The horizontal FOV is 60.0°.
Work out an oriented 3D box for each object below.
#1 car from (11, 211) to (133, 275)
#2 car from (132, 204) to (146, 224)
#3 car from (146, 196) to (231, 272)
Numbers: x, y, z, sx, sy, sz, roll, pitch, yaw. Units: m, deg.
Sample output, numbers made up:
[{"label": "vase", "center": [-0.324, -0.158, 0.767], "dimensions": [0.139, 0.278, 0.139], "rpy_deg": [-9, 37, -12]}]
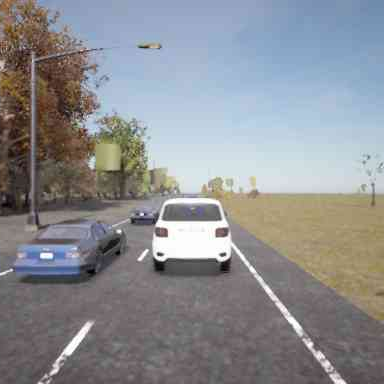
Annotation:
[{"label": "car", "center": [-3.454, 1.565, 10.445], "dimensions": [2.033, 1.411, 5.357], "rpy_deg": [0, 0, 0]}, {"label": "car", "center": [-3.450, 1.591, 25.449], "dimensions": [2.033, 1.411, 5.357], "rpy_deg": [0, 0, 0]}, {"label": "car", "center": [0.043, 1.235, 11.059], "dimensions": [2.150, 2.045, 5.566], "rpy_deg": [0, -1, 1]}]
